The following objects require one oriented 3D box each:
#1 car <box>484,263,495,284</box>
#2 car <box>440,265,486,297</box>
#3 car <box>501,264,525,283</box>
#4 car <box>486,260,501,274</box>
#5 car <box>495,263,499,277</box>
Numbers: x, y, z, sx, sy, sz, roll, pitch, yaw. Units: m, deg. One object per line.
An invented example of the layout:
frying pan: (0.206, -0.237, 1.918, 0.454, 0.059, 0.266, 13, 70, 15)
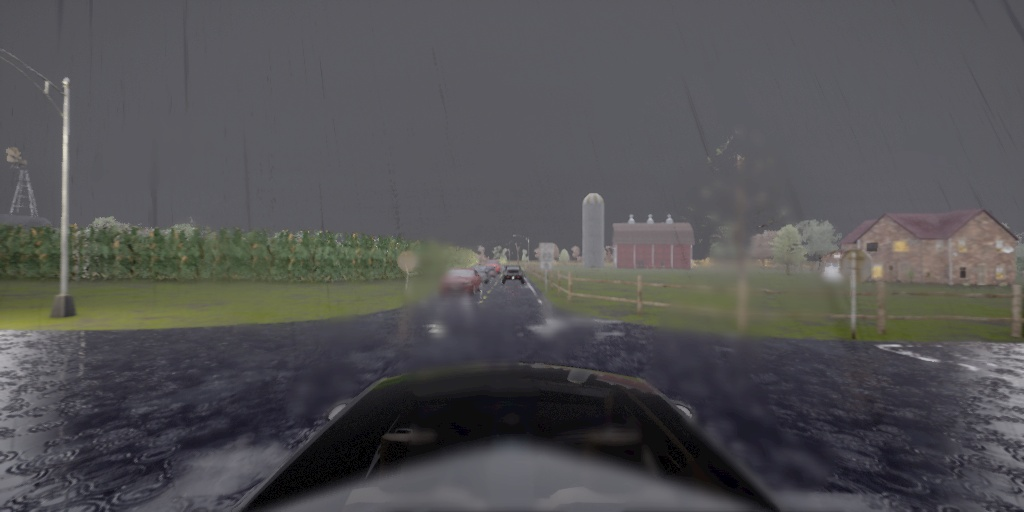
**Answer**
car: (-2.849, 1.568, 30.646, 2.128, 1.511, 4.902, 0, -1, 0)
car: (-2.871, 1.443, 21.051, 1.882, 1.535, 5.008, 0, -1, 1)
car: (0.095, 1.596, 32.081, 1.837, 1.490, 4.892, 0, -1, 0)
car: (-2.804, 1.546, 51.413, 2.150, 2.045, 5.566, 0, -1, 0)
car: (-2.839, 1.759, 40.691, 1.994, 1.385, 4.181, 0, -1, 0)
